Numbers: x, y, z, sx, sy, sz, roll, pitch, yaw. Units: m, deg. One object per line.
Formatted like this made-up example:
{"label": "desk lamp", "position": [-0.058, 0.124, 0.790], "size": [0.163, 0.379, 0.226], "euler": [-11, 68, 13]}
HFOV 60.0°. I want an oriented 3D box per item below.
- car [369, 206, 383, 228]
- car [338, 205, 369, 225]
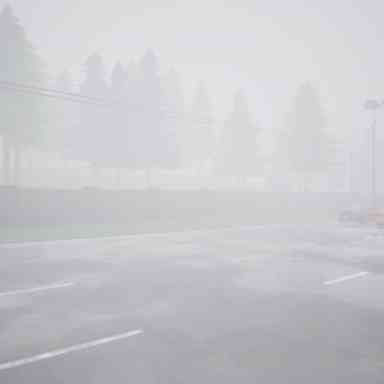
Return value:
{"label": "car", "position": [14.399, 1.702, 22.617], "size": [5.008, 1.535, 1.882], "euler": [0, 0, -35]}
{"label": "car", "position": [13.343, 1.761, 26.163], "size": [4.674, 1.442, 1.812], "euler": [0, 0, -35]}
